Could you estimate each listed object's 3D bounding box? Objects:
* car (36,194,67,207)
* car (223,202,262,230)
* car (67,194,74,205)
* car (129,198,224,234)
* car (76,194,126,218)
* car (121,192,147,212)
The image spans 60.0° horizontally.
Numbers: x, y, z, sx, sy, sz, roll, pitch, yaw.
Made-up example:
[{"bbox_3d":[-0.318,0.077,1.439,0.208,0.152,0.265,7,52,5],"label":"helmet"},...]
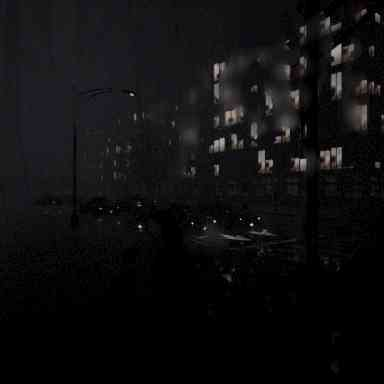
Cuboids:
[{"bbox_3d":[-15.626,0.872,36.308,1.994,1.385,4.181,0,1,-38],"label":"car"},{"bbox_3d":[1.603,1.289,19.683,2.033,1.411,5.357,0,1,-36],"label":"car"},{"bbox_3d":[-14.367,0.869,39.984,1.895,1.301,4.718,0,1,-38],"label":"car"},{"bbox_3d":[-1.003,1.292,17.685,2.033,1.411,5.357,0,1,-38],"label":"car"},{"bbox_3d":[-7.178,1.088,25.519,1.812,1.442,4.674,0,1,-38],"label":"car"},{"bbox_3d":[-4.585,0.911,27.486,2.097,1.767,4.553,0,1,-38],"label":"car"}]
